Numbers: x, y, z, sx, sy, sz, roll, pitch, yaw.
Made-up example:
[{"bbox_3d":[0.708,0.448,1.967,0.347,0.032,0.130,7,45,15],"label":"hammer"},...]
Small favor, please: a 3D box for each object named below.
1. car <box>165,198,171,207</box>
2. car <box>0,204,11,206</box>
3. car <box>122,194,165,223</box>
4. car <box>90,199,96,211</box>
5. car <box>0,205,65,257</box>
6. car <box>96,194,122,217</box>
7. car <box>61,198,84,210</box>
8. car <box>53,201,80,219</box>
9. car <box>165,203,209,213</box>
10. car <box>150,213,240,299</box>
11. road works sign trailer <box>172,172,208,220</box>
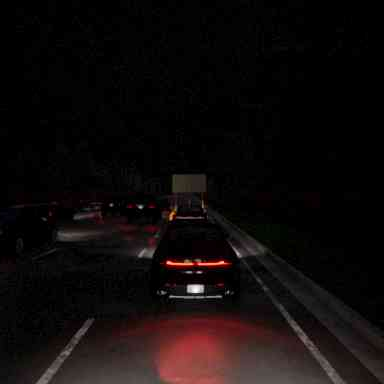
[{"bbox_3d":[-3.732,1.502,41.522,2.128,1.511,4.902,0,0,-1],"label":"car"},{"bbox_3d":[-14.084,1.553,24.166,2.033,1.411,5.357,0,0,0],"label":"car"},{"bbox_3d":[-3.598,1.219,25.807,2.150,2.045,5.566,0,-1,-1],"label":"car"},{"bbox_3d":[-10.727,1.502,39.800,2.128,1.511,4.902,0,0,0],"label":"car"},{"bbox_3d":[-6.988,1.481,13.048,1.882,1.535,5.008,0,0,0],"label":"car"},{"bbox_3d":[-7.155,1.232,32.133,2.150,2.045,5.566,0,0,0],"label":"car"},{"bbox_3d":[-14.216,1.488,39.179,1.882,1.535,5.008,0,0,0],"label":"car"},{"bbox_3d":[-10.598,1.607,25.657,1.895,1.301,4.718,0,0,-1],"label":"car"},{"bbox_3d":[-0.068,1.493,18.827,2.128,1.511,4.902,0,0,1],"label":"car"},{"bbox_3d":[0.047,1.507,8.439,1.837,1.490,4.892,0,0,0],"label":"car"},{"bbox_3d":[-0.186,0.470,22.698,2.380,3.560,2.880,0,0,-3],"label":"road works sign trailer"}]
